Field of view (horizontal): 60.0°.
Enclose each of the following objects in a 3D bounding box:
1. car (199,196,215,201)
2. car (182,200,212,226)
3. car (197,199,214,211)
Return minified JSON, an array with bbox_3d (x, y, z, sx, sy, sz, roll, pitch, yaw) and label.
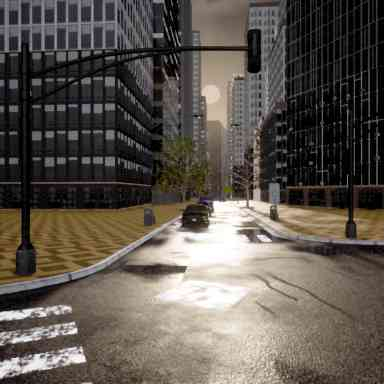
[{"bbox_3d":[1.925,1.554,45.985,2.150,2.045,5.566,0,0,4],"label":"car"},{"bbox_3d":[0.338,1.653,25.166,1.882,1.535,5.008,0,0,4],"label":"car"},{"bbox_3d":[1.116,1.776,35.356,1.812,1.442,4.674,0,0,4],"label":"car"}]
